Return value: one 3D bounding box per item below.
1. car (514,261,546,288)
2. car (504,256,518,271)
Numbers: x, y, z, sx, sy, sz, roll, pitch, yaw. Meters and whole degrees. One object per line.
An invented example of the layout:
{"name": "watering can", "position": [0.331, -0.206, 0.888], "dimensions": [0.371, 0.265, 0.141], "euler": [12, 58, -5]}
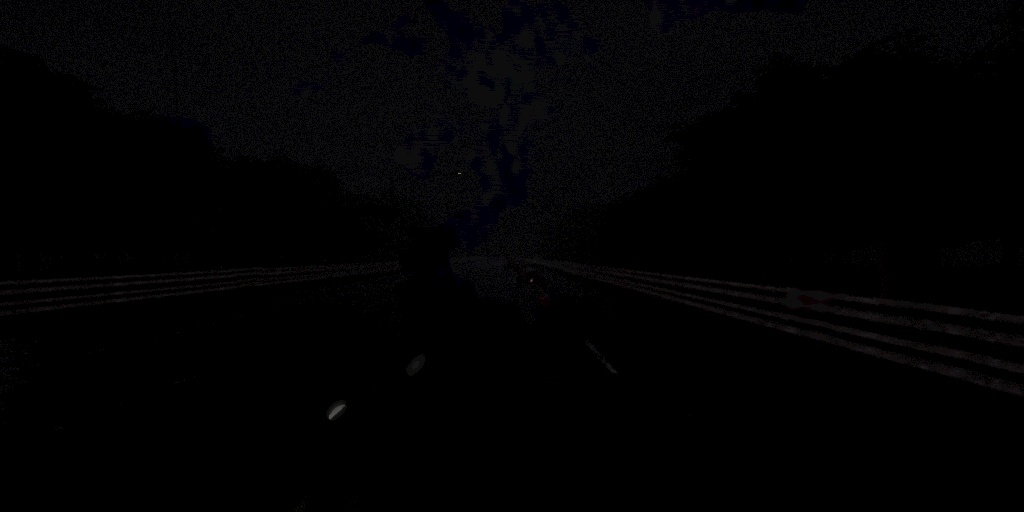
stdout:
{"name": "car", "position": [1.219, 1.283, 24.074], "dimensions": [1.812, 1.442, 4.674], "euler": [0, 0, 0]}
{"name": "car", "position": [0.035, 1.116, 48.884], "dimensions": [2.097, 1.767, 4.553], "euler": [0, 0, 0]}
